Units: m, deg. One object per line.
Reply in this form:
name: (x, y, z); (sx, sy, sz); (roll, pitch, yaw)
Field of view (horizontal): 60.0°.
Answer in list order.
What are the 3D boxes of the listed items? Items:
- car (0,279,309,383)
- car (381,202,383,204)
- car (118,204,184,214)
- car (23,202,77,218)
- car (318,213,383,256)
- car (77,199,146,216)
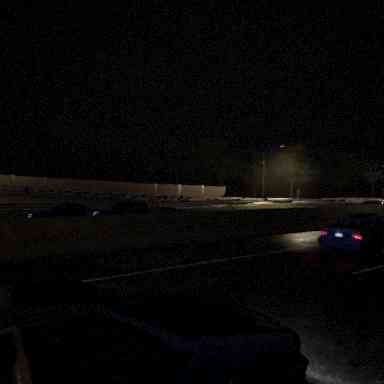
car: (-1.356, 1.548, 2.780); (5.357, 1.411, 2.033); (0, 0, -35)
car: (31.726, 1.770, 52.309); (4.718, 1.301, 1.895); (0, 0, -35)
car: (-1.921, 1.578, 19.818); (4.181, 1.385, 1.994); (0, 0, -35)
car: (-9.064, 1.486, 23.321); (5.008, 1.535, 1.882); (0, 0, -35)
car: (7.229, 1.568, 13.202); (5.357, 1.411, 2.033); (0, 0, -36)
car: (-4.833, 1.364, 22.040); (4.553, 1.767, 2.097); (0, 0, -35)
